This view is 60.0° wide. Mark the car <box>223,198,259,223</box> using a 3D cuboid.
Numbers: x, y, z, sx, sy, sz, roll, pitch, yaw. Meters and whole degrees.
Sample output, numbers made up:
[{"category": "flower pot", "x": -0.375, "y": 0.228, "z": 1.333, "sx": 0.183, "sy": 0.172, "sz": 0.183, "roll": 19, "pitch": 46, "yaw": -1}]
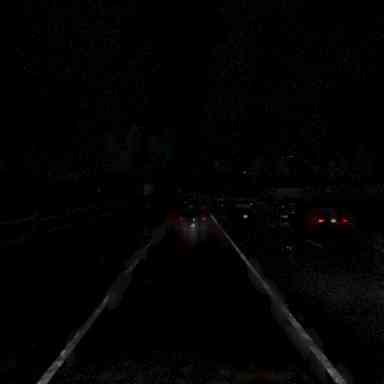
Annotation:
[{"category": "car", "x": 3.593, "y": 1.451, "z": 24.650, "sx": 1.812, "sy": 1.442, "sz": 4.674, "roll": 0, "pitch": 0, "yaw": 0}]

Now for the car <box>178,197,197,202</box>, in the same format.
[{"category": "car", "x": -0.473, "y": 1.384, "z": 39.192, "sx": 1.837, "sy": 1.490, "sz": 4.892, "roll": 1, "pitch": 0, "yaw": -9}]

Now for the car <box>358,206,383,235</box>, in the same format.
[{"category": "car", "x": 10.595, "y": 1.471, "z": 18.121, "sx": 1.812, "sy": 1.442, "sz": 4.674, "roll": 0, "pitch": 0, "yaw": 0}]

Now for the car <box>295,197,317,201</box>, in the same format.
[{"category": "car", "x": 14.088, "y": 1.381, "z": 41.122, "sx": 1.837, "sy": 1.490, "sz": 4.892, "roll": 0, "pitch": 0, "yaw": 0}]

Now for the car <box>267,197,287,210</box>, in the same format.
[{"category": "car", "x": 10.588, "y": 1.380, "z": 41.121, "sx": 1.837, "sy": 1.490, "sz": 4.892, "roll": 0, "pitch": 0, "yaw": 0}]

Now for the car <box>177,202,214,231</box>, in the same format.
[{"category": "car", "x": 0.094, "y": 1.539, "z": 20.222, "sx": 1.895, "sy": 1.301, "sz": 4.718, "roll": 0, "pitch": 0, "yaw": 0}]

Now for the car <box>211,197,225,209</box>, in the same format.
[{"category": "car", "x": 3.589, "y": 1.398, "z": 42.013, "sx": 1.812, "sy": 1.442, "sz": 4.674, "roll": 0, "pitch": 0, "yaw": 0}]

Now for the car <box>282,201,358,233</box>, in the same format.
[{"category": "car", "x": 7.094, "y": 1.489, "z": 19.175, "sx": 2.033, "sy": 1.411, "sz": 5.357, "roll": 0, "pitch": 0, "yaw": 0}]
